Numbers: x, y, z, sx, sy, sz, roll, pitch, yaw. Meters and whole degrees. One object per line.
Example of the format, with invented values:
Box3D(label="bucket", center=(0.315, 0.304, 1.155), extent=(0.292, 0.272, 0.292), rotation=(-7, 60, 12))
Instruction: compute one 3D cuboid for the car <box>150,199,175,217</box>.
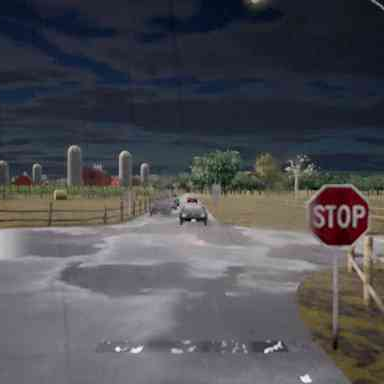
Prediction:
Box3D(label="car", center=(-2.822, 1.567, 30.902), extent=(1.895, 1.301, 4.718), rotation=(0, 0, -1))

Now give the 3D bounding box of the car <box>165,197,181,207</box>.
Box3D(label="car", center=(-2.859, 1.473, 51.449), extent=(2.033, 1.411, 5.357), rotation=(0, 0, 0))

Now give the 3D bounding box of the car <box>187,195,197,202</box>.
Box3D(label="car", center=(-0.046, 1.428, 71.334), extent=(1.994, 1.385, 4.181), rotation=(0, 0, 0))

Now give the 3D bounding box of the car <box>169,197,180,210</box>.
Box3D(label="car", center=(-2.867, 1.511, 40.975), extent=(1.994, 1.385, 4.181), rotation=(0, 0, 0))

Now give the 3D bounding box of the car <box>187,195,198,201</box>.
Box3D(label="car", center=(0.060, 1.381, 60.850), extent=(1.882, 1.535, 5.008), rotation=(0, 0, 0))

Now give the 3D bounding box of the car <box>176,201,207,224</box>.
Box3D(label="car", center=(0.089, 1.577, 24.172), extent=(1.895, 1.301, 4.718), rotation=(0, 0, 0))
